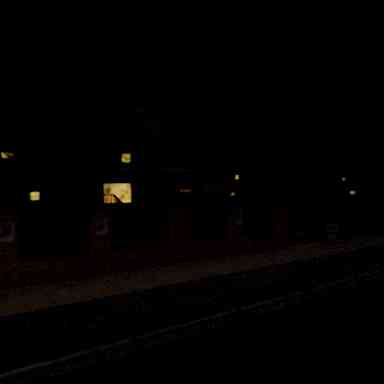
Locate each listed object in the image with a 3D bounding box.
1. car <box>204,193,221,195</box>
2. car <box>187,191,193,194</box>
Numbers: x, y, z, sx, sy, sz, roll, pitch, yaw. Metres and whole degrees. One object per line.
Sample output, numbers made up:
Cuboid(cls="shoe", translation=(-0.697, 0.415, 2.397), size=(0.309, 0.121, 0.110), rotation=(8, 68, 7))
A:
Cuboid(cls="car", translation=(3.047, 0.912, 45.329), size=(1.837, 1.490, 4.892), rotation=(-1, 2, -34))
Cuboid(cls="car", translation=(-0.214, 0.650, 55.137), size=(2.128, 1.511, 4.902), rotation=(-1, 2, -35))
